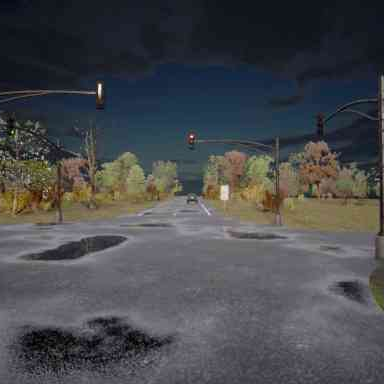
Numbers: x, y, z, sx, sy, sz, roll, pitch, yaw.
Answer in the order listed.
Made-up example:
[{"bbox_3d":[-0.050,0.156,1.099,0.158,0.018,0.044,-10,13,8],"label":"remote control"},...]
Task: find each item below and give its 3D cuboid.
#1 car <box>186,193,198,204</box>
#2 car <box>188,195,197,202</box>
[{"bbox_3d":[0.023,1.292,67.681,2.150,2.045,5.566,0,0,0],"label":"car"},{"bbox_3d":[0.025,1.465,78.072,2.033,1.411,5.357,0,0,0],"label":"car"}]
